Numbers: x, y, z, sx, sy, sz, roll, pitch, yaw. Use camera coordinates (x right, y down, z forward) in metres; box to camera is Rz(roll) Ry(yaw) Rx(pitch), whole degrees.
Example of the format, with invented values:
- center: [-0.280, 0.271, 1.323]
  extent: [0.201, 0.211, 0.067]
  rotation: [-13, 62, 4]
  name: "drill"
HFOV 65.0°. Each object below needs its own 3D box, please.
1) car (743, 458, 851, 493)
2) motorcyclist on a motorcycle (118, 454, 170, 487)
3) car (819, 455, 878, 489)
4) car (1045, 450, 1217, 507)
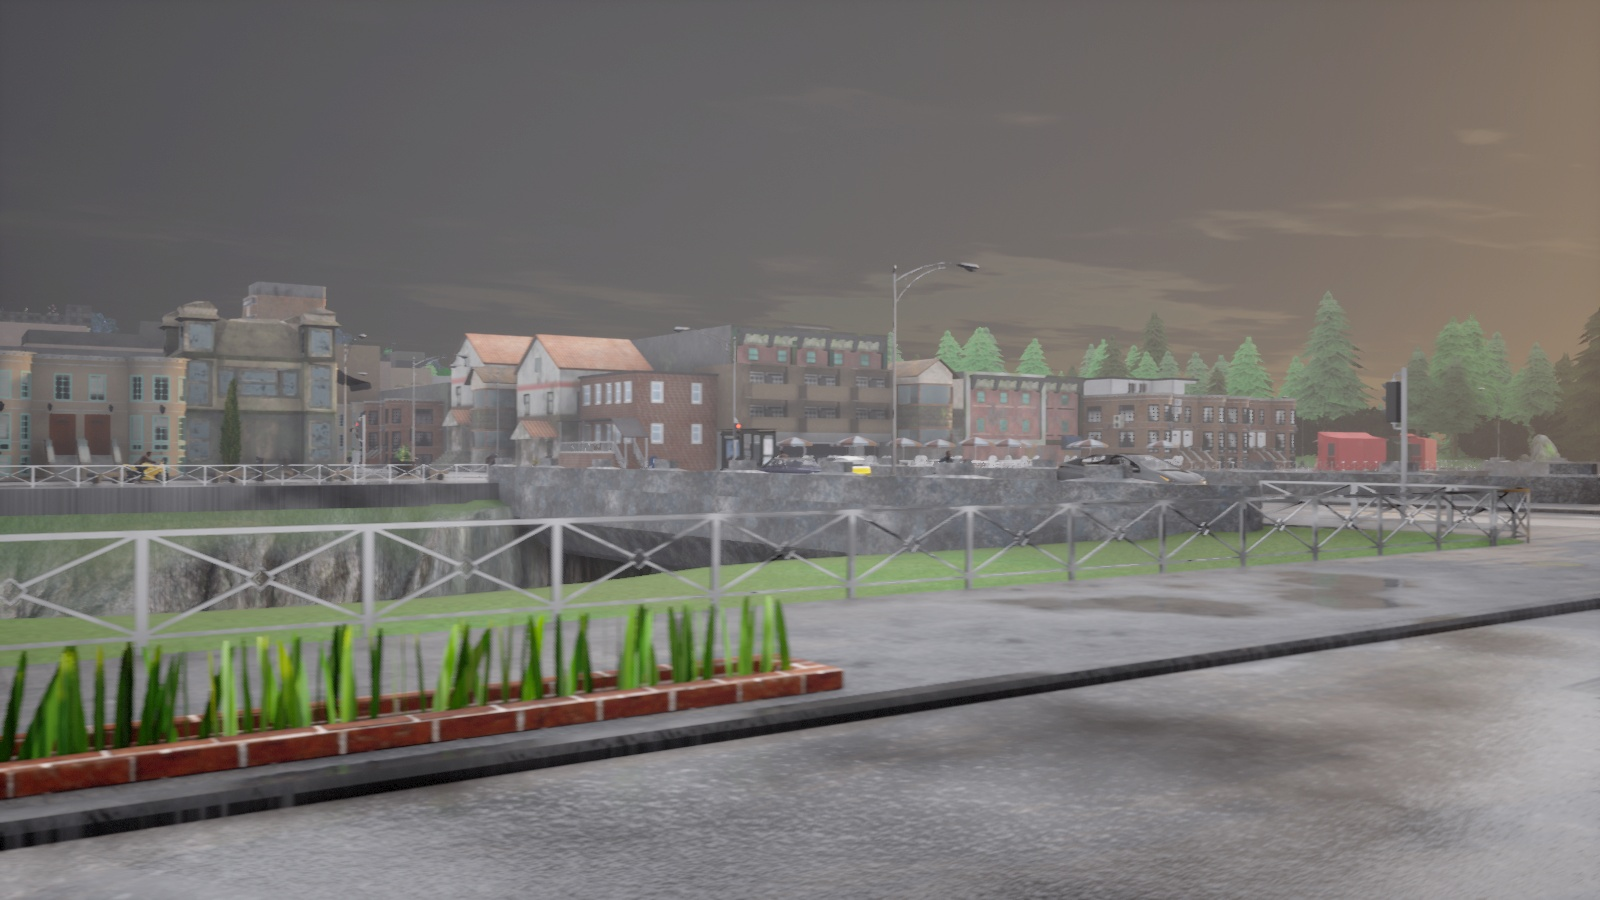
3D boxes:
- center: [-0.176, 0.966, 49.115]
  extent: [1.895, 1.301, 4.718]
  rotation: [0, 0, -35]
  name: "car"
- center: [-30.444, 0.934, 58.279]
  extent: [2.044, 1.523, 0.797]
  rotation: [0, 0, -35]
  name: "motorcyclist on a motorcycle"
- center: [2.030, 0.925, 52.945]
  extent: [1.481, 1.376, 2.207]
  rotation: [0, 0, -35]
  name: "car"
- center: [9.294, 0.759, 35.590]
  extent: [2.007, 1.525, 4.514]
  rotation: [0, 0, -34]
  name: "car"
